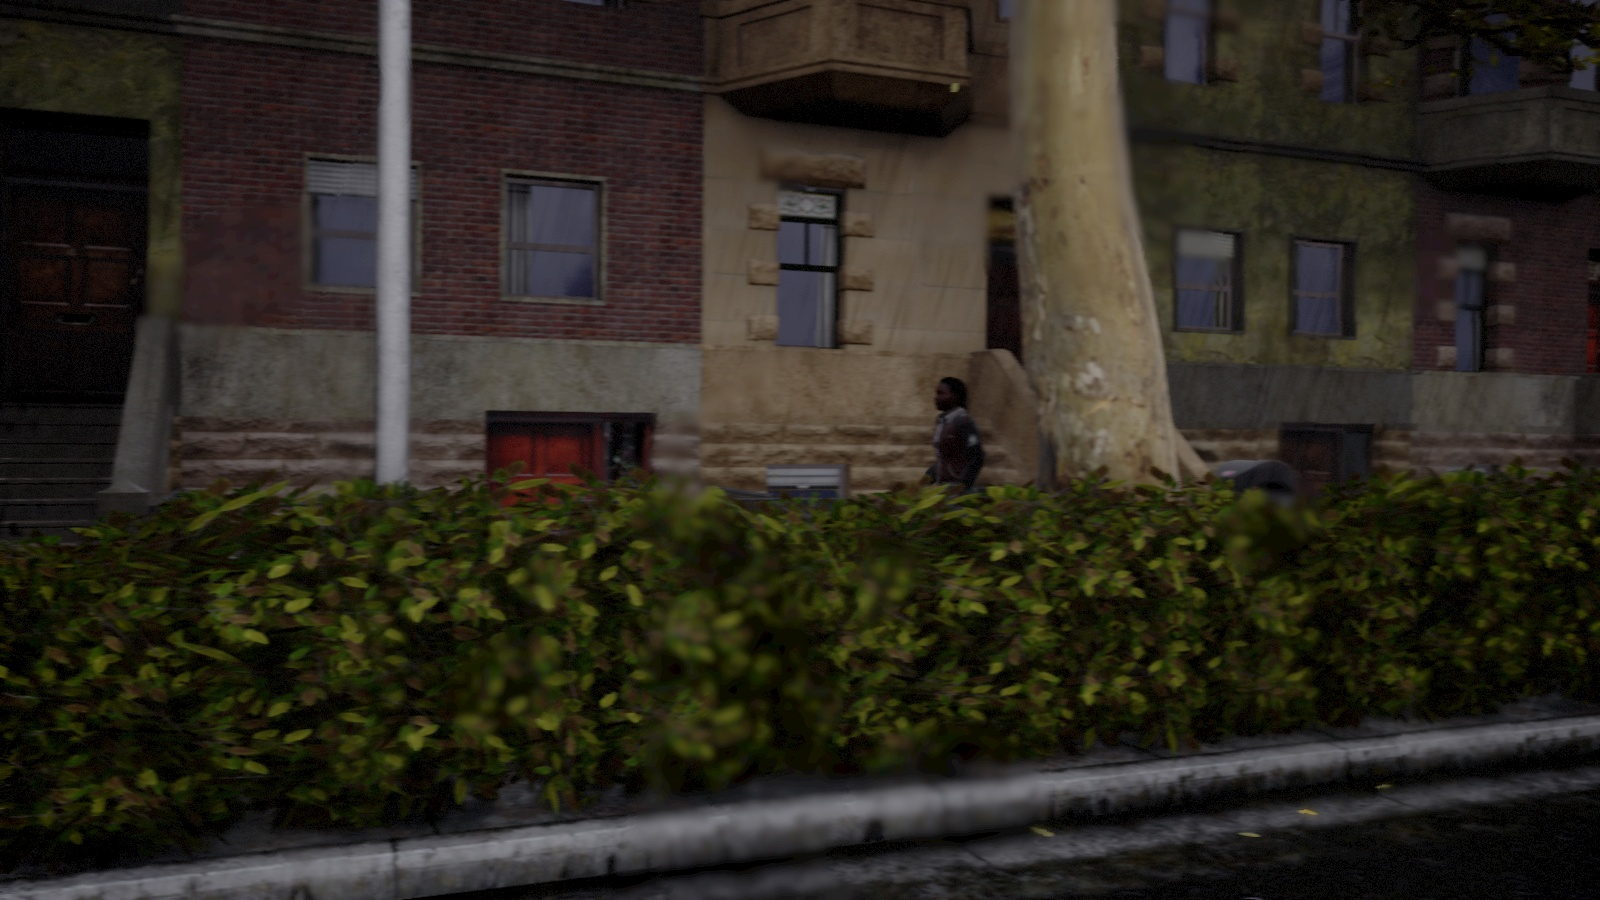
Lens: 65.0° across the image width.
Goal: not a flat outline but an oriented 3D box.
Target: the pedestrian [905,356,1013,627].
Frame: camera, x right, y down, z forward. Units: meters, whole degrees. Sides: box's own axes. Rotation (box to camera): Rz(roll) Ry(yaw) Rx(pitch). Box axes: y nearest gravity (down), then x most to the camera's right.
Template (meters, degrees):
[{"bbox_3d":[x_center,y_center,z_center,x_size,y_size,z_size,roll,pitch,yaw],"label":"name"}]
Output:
[{"bbox_3d":[1.167,0.291,9.237,0.666,1.930,0.402,-1,1,-17],"label":"pedestrian"}]
